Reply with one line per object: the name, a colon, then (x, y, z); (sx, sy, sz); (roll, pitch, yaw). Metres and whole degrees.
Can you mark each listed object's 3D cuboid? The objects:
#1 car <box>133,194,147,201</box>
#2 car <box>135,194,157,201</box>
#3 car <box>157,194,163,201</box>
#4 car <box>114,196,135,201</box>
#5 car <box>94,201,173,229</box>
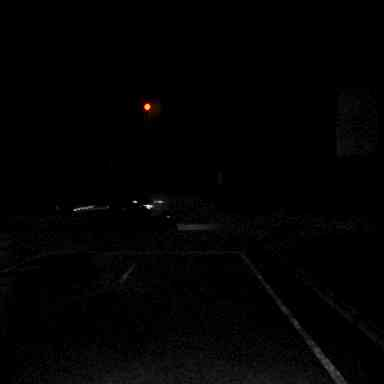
car: (-10.439, 1.096, 67.461); (2.033, 1.411, 5.357); (0, 1, 0)
car: (-7.030, 1.302, 51.216); (1.994, 1.385, 4.181); (0, 0, 0)
car: (-6.951, 1.119, 67.025); (1.994, 1.385, 4.181); (0, 1, 0)
car: (-10.532, 1.341, 50.967); (1.895, 1.301, 4.718); (0, 0, 0)
car: (-3.474, 1.432, 20.139); (4.674, 1.442, 1.812); (0, 0, -3)
